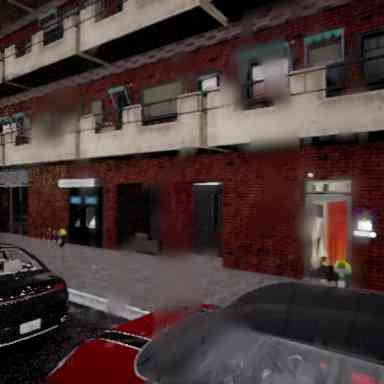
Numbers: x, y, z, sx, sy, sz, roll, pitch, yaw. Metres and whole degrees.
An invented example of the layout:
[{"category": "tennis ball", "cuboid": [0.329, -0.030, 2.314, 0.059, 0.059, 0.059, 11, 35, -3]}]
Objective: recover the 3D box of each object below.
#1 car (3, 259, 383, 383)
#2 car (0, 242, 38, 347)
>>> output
[{"category": "car", "cuboid": [0.681, 1.438, 2.392, 4.097, 1.590, 1.967, 0, 0, 36]}, {"category": "car", "cuboid": [-3.903, 1.531, 5.661, 4.403, 1.369, 2.008, 0, 0, 36]}]
